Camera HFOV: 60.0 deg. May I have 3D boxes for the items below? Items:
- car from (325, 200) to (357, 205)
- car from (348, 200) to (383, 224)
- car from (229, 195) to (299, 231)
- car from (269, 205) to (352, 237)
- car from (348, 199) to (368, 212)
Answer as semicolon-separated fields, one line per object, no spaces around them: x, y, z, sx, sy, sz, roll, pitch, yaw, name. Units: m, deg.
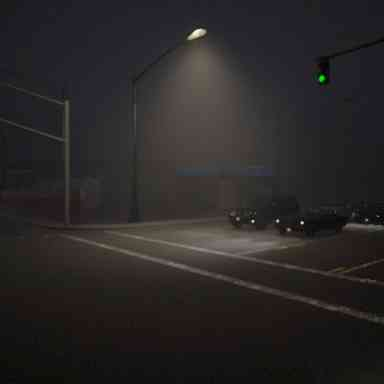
12.037;1.514;27.957;1.812;1.442;4.674;0;0;42;car
13.859;1.528;24.775;2.033;1.411;5.357;0;0;44;car
4.818;1.235;21.400;5.566;2.045;2.150;0;0;-40;car
6.644;1.607;18.377;4.718;1.301;1.895;0;0;-40;car
19.333;1.564;38.917;1.895;1.301;4.718;0;0;24;car
